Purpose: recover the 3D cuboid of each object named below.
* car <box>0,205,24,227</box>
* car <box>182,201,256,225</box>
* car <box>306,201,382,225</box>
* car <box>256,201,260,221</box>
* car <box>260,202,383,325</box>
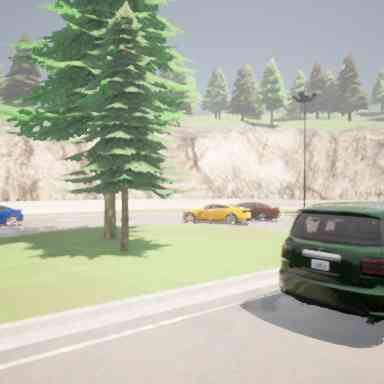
[{"bbox_3d":[-13.177,1.479,20.737,1.882,1.535,5.008,-1,0,32],"label":"car"},{"bbox_3d":[1.713,1.490,23.999,5.008,1.535,1.882,0,-1,23],"label":"car"},{"bbox_3d":[11.468,1.497,25.468,1.882,1.535,5.008,1,-1,-38],"label":"car"},{"bbox_3d":[4.478,1.493,26.686,5.008,1.535,1.882,0,-1,29],"label":"car"},{"bbox_3d":[4.128,1.230,6.937,5.566,2.045,2.150,0,0,-39],"label":"car"}]
